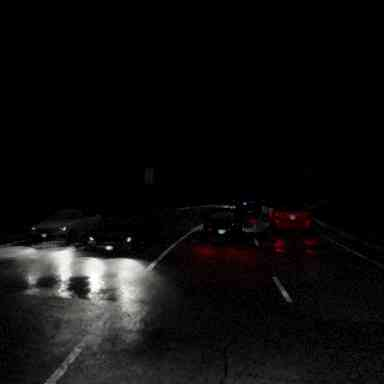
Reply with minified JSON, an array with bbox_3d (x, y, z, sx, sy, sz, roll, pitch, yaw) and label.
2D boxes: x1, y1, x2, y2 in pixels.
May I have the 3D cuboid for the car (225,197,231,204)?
[{"bbox_3d":[7.227,1.504,55.916,1.882,1.535,5.008,0,0,28],"label":"car"}]

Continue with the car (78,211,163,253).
[{"bbox_3d":[-2.543,1.543,14.091,2.033,1.411,5.357,0,0,7],"label":"car"}]

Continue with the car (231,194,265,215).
[{"bbox_3d":[5.999,1.251,34.856,2.150,2.045,5.566,0,0,18],"label":"car"}]

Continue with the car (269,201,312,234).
[{"bbox_3d":[5.716,1.377,19.714,2.097,1.767,4.553,0,0,10],"label":"car"}]

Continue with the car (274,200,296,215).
[{"bbox_3d":[10.120,1.612,35.960,1.994,1.385,4.181,0,0,19],"label":"car"}]

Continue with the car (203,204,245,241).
[{"bbox_3d":[1.619,1.535,16.704,1.812,1.442,4.674,0,0,8],"label":"car"}]

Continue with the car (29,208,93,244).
[{"bbox_3d":[-5.759,1.511,16.008,1.812,1.442,4.674,0,0,8],"label":"car"}]
